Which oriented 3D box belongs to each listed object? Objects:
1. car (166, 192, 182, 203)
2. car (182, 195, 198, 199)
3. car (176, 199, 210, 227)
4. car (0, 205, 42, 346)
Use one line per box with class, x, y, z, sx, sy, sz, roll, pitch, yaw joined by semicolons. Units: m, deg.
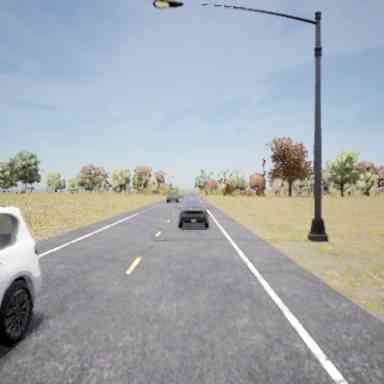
car;-3.506;0.974;61.236;2.150;2.045;5.566;0;0;1
car;0.111;1.379;42.038;2.033;1.411;5.357;0;0;0
car;0.105;1.417;21.863;1.837;1.490;4.892;0;0;0
car;-3.601;1.208;3.363;2.150;2.045;5.566;0;0;0
